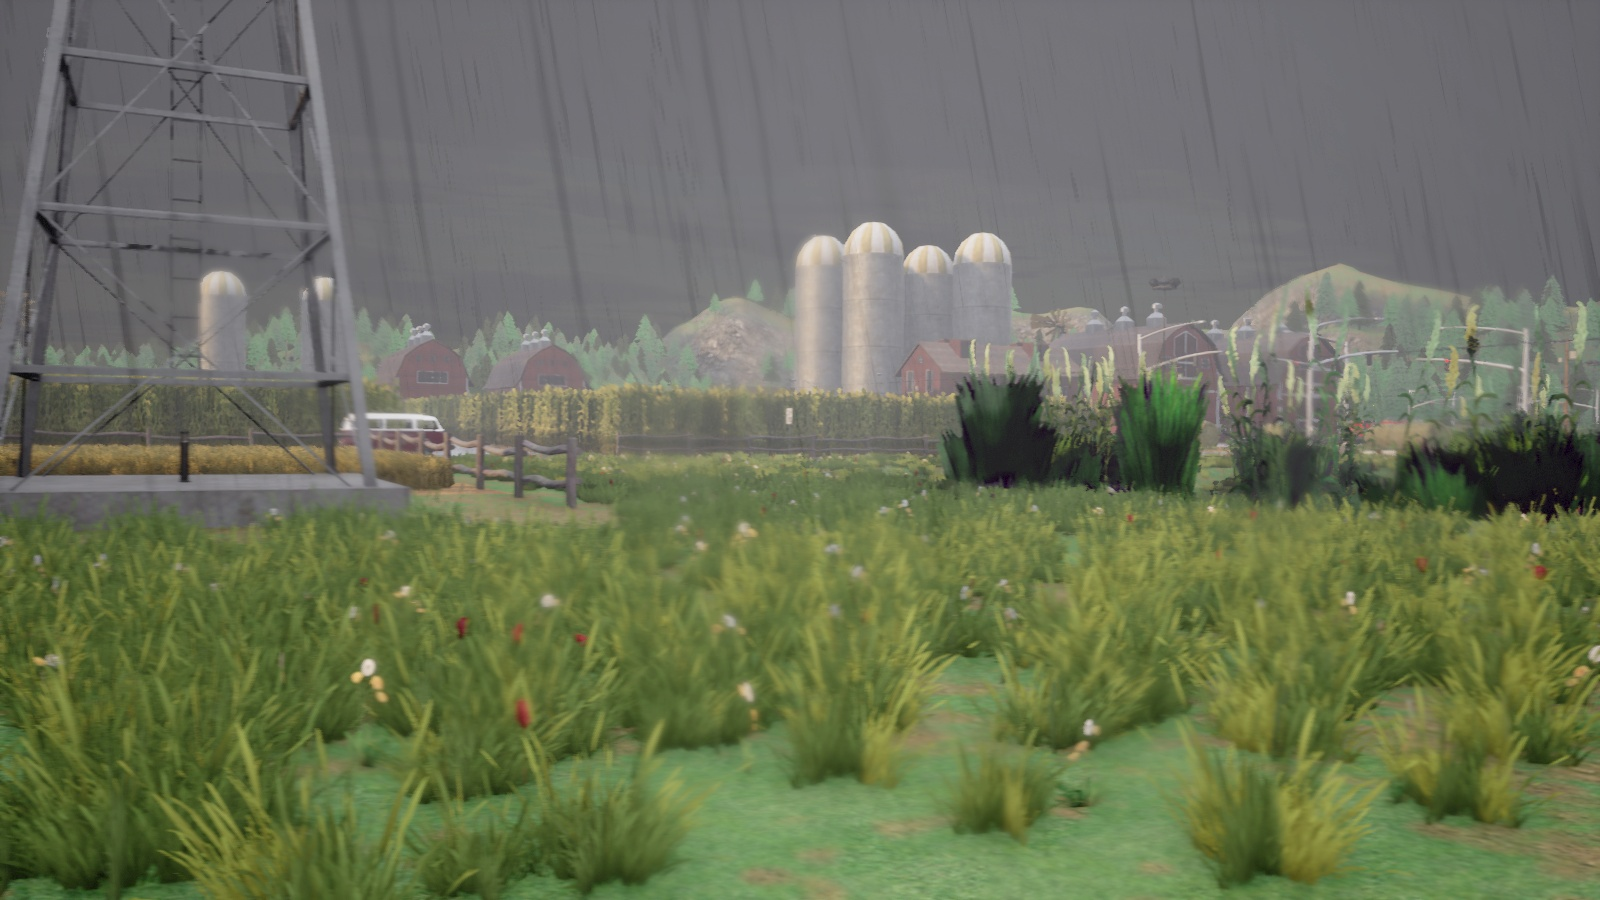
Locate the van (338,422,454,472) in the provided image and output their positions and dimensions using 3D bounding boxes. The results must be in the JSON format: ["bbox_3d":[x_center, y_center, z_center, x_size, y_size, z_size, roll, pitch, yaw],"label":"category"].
[{"bbox_3d":[-17.594,-0.175,54.698,4.480,2.038,2.069,-2,1,-26],"label":"van"}]
